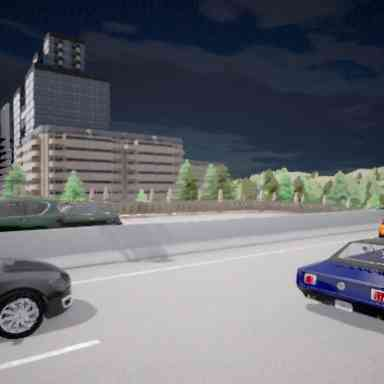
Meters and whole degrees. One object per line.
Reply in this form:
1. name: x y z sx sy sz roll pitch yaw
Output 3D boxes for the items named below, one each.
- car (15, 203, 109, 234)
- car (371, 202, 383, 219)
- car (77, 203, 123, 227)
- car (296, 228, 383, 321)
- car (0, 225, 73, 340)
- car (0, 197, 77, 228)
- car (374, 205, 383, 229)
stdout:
1. car: -7.743 1.504 19.965 4.902 1.511 2.128 0 0 -35
2. car: 26.369 2.646 44.252 5.566 2.045 2.150 7 -4 -35
3. car: -5.932 1.364 16.958 4.553 1.767 2.097 0 0 -35
4. car: 4.347 1.618 6.847 4.718 1.301 1.895 0 0 -35
5. car: -4.348 1.504 4.951 4.892 1.490 1.837 0 0 -35
6. car: -7.298 1.224 11.685 5.566 2.045 2.150 0 0 -35
7. car: 10.924 1.392 15.836 4.553 1.767 2.097 0 0 -35
